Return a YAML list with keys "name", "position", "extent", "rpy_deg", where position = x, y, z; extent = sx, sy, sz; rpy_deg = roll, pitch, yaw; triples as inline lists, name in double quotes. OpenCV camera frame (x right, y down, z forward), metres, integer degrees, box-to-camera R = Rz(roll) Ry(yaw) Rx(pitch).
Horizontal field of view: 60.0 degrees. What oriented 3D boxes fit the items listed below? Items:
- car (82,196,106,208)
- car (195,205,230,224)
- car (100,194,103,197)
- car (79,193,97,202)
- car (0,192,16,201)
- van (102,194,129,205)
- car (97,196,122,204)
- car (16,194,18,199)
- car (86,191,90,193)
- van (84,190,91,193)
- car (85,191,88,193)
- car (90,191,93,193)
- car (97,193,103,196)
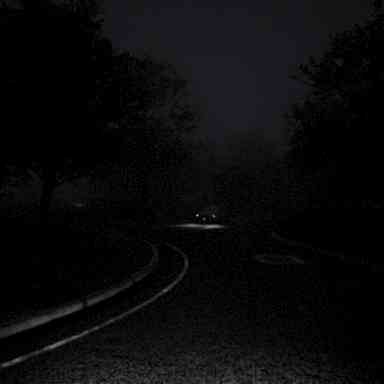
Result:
- name: "car"
  position: [-16.563, 1.895, 56.018]
  extent: [1.895, 1.301, 4.718]
  rpy_deg: [2, -1, -33]
- name: "car"
  position: [1.893, 1.874, 28.583]
  extent: [1.812, 1.442, 4.674]
  rpy_deg: [0, 0, 23]
- name: "car"
  position: [-15.281, 1.818, 65.885]
  extent: [4.792, 1.488, 2.163]
  rpy_deg: [2, 1, -25]
- name: "car"
  position: [-20.194, 1.618, 64.333]
  extent: [1.837, 1.490, 4.892]
  rpy_deg: [2, 1, -25]
- name: "car"
  position: [-31.769, 0.865, 56.806]
  extent: [1.994, 1.385, 4.181]
  rpy_deg: [2, -5, -25]
- name: "van"
  position: [-14.241, 1.629, 63.304]
  extent: [4.442, 1.987, 1.878]
  rpy_deg: [2, 1, -25]
- name: "car"
  position: [-17.609, 1.675, 70.923]
  extent: [4.792, 1.488, 2.163]
  rpy_deg: [2, 1, -25]
- name: "car"
  position: [-38.970, 0.779, 72.171]
  extent: [2.033, 1.411, 5.357]
  rpy_deg: [2, 0, -25]
- name: "car"
  position: [-23.457, 1.294, 83.501]
  extent: [5.008, 1.535, 2.097]
  rpy_deg: [2, 1, -25]
- name: "van"
  position: [-25.666, 0.934, 88.589]
  extent: [4.442, 1.987, 1.878]
  rpy_deg: [2, 1, -25]
- name: "car"
  position: [-24.622, 1.265, 86.023]
  extent: [4.674, 1.452, 2.002]
  rpy_deg: [2, 1, -25]
- name: "car"
  position: [-21.091, 1.309, 78.478]
  extent: [4.553, 1.767, 2.185]
  rpy_deg: [2, 1, -25]
- name: "car"
  position: [-16.640, 1.707, 68.315]
  extent: [5.366, 1.575, 1.946]
  rpy_deg: [2, 1, -25]
